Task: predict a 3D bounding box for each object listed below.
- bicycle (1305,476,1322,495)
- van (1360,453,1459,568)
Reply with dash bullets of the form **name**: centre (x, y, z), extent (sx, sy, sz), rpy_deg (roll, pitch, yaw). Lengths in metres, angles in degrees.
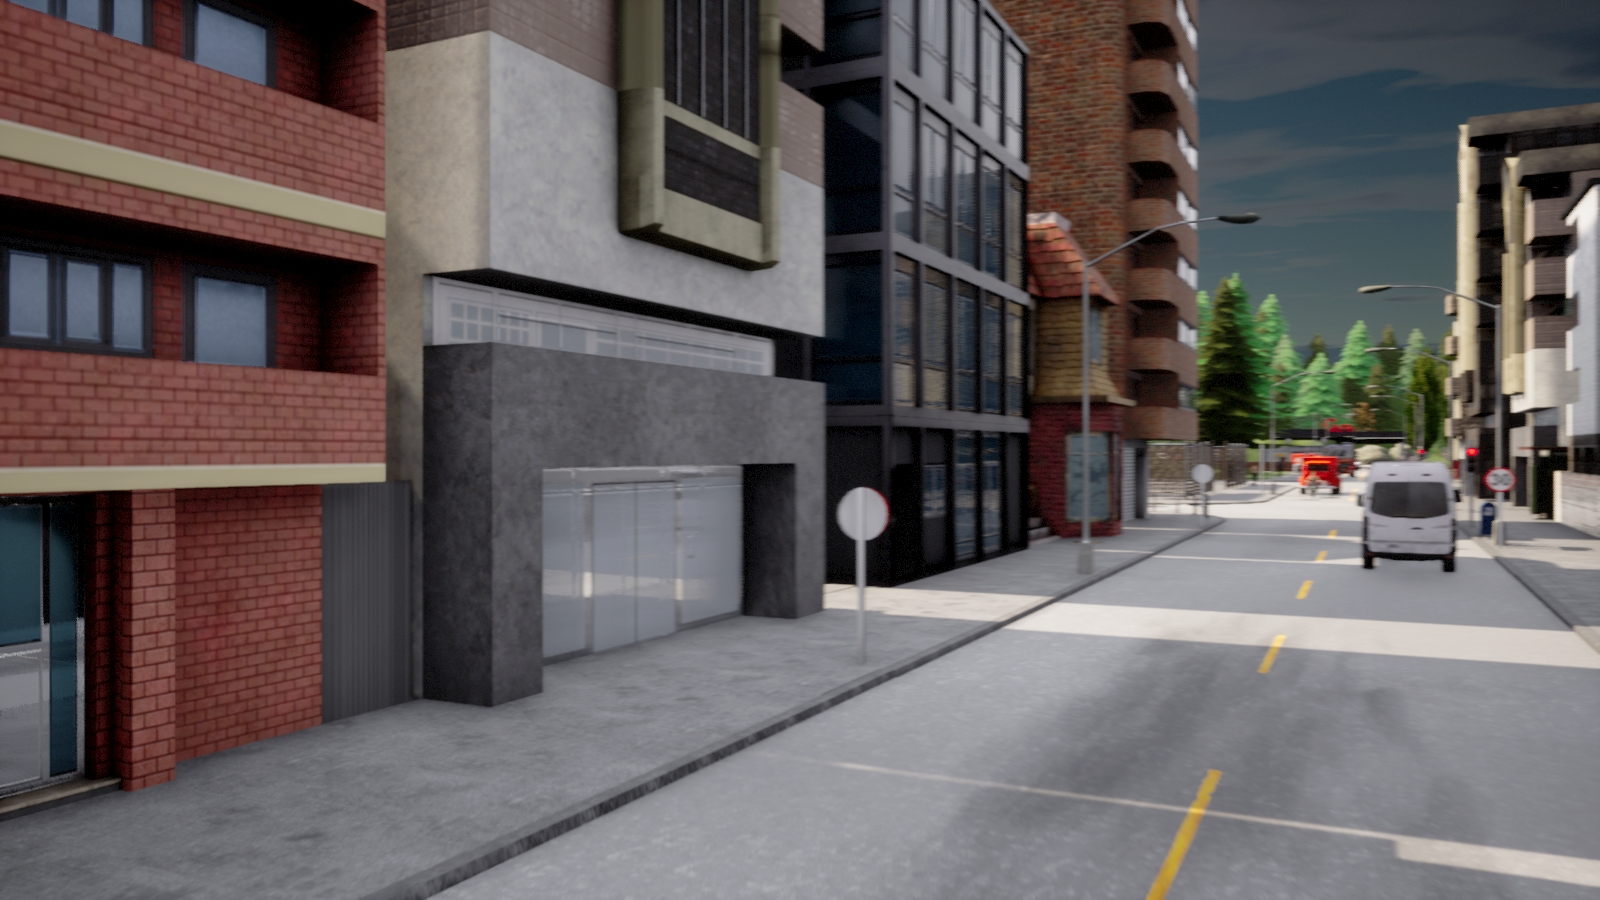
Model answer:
- **bicycle**: centre (30.677, 2.126, 68.292), extent (0.859, 1.080, 1.487), rpy_deg (0, 0, 27)
- **van**: centre (15.119, 1.350, 28.512), extent (1.988, 2.561, 5.915), rpy_deg (0, 0, 27)
